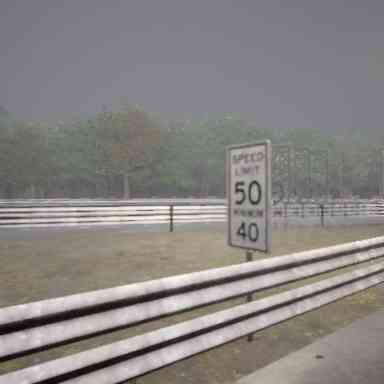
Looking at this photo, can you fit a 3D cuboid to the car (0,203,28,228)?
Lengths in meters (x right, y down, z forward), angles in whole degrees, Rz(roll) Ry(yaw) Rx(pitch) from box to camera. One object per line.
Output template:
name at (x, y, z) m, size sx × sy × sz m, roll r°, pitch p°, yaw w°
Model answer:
car at (-12.391, 1.064, 18.814) m, size 5.566 × 2.045 × 2.150 m, roll 0°, pitch 0°, yaw -22°
